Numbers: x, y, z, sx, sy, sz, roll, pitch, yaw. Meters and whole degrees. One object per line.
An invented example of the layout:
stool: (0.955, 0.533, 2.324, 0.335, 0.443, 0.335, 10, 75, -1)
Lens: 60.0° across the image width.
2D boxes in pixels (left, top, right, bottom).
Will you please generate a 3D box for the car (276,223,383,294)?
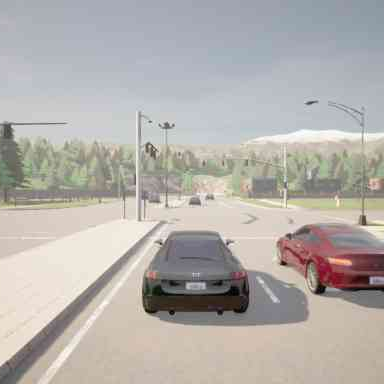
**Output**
car: (3.556, 1.526, 8.651, 1.812, 1.442, 4.674, 0, 0, 0)

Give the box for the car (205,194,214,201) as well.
car: (4.355, 1.188, 82.002, 2.097, 1.767, 4.553, 0, 0, 1)

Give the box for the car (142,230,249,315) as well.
car: (0.058, 1.564, 7.649, 1.994, 1.385, 4.181, 0, 0, 0)

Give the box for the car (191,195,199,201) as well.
car: (0.856, 1.428, 82.108, 1.895, 1.301, 4.718, 0, 0, 1)

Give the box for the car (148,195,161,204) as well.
car: (-7.409, 1.351, 65.349, 2.097, 1.767, 4.553, 0, 0, 1)

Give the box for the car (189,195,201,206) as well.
car: (0.505, 1.563, 56.652, 1.994, 1.385, 4.181, 0, 0, 1)
